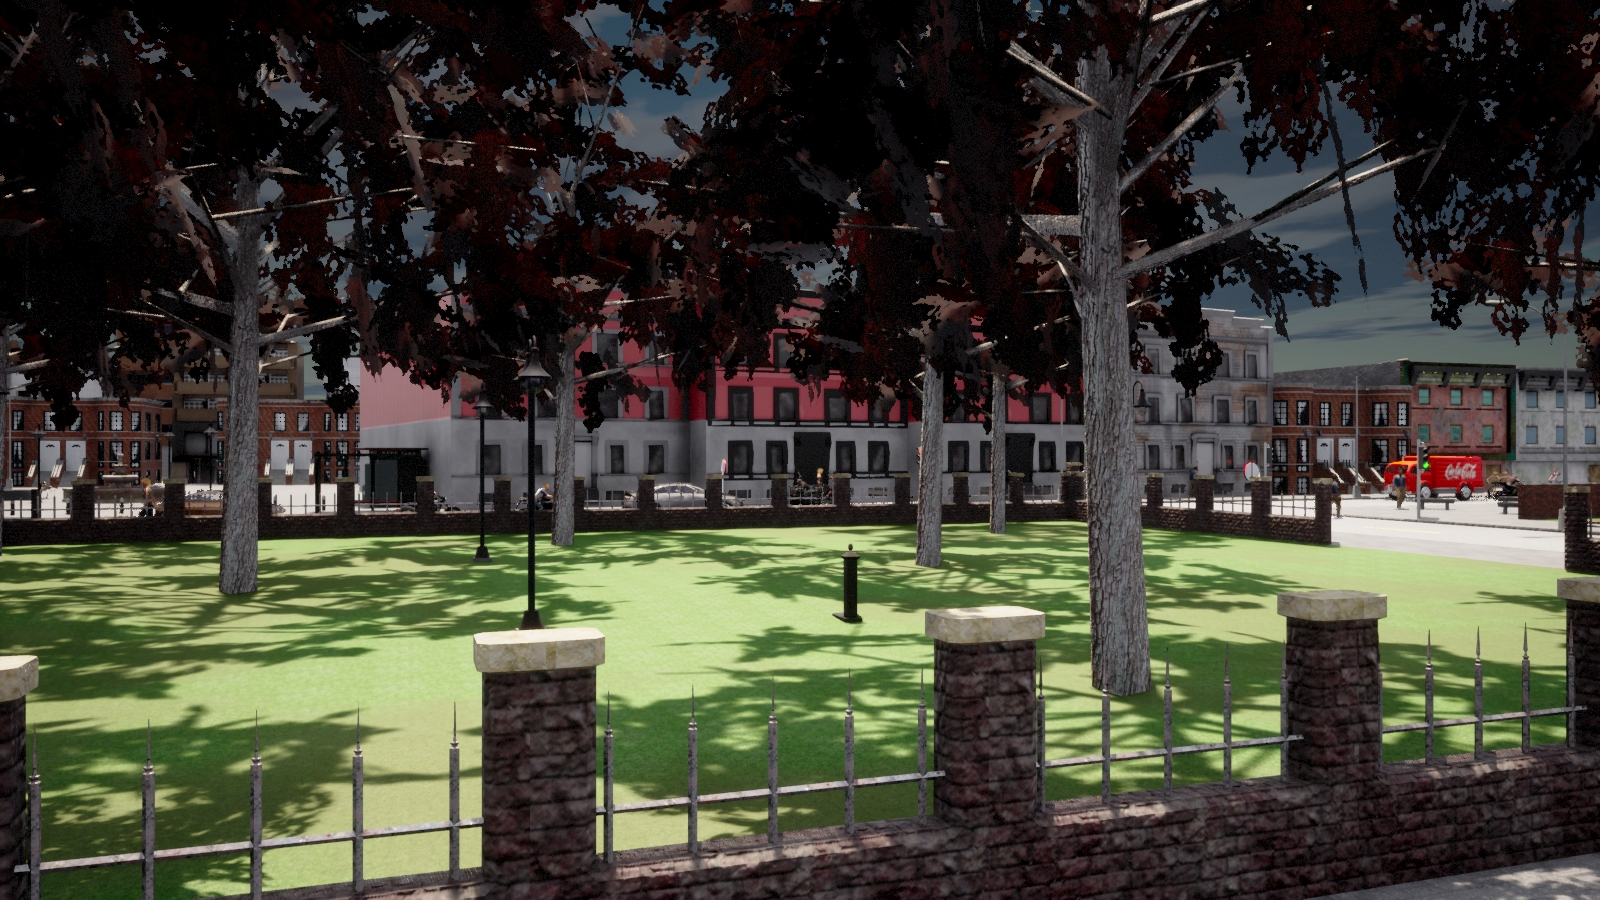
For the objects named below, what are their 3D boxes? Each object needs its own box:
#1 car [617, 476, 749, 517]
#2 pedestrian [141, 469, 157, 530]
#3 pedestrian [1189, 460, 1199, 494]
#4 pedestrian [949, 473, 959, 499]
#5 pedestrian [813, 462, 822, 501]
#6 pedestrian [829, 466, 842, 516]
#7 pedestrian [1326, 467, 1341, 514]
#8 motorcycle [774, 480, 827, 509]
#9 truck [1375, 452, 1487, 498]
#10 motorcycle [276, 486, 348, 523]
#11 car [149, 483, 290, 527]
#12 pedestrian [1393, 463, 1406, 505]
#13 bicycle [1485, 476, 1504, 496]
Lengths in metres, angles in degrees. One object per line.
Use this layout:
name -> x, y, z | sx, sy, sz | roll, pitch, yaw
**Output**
car -> -4.677, 1.827, 45.707 | 4.902, 1.511, 2.128 | 0, 0, -19
pedestrian -> -20.135, 1.523, 35.344 | 0.375, 1.860, 0.375 | 0, 0, -19
pedestrian -> 22.210, 1.523, 64.394 | 0.375, 1.860, 0.375 | 0, 0, -19
pedestrian -> 7.683, 1.802, 57.043 | 0.375, 1.300, 0.375 | 0, 0, -13
pedestrian -> 0.830, 1.524, 55.235 | 0.375, 1.860, 0.375 | 0, 0, -7
pedestrian -> 1.327, 1.525, 42.696 | 0.375, 1.860, 0.375 | 0, 0, -19
pedestrian -> 21.583, 1.629, 46.223 | 0.375, 1.860, 0.375 | 0, 0, -19
motorcycle -> 0.028, 1.985, 51.669 | 2.209, 1.251, 0.867 | 0, 0, -19
truck -> 35.004, 1.348, 63.458 | 5.204, 2.467, 2.627 | 0, 0, -19
motorcycle -> -17.611, 1.950, 41.298 | 2.356, 1.277, 0.764 | 0, 0, -19
car -> -20.389, 1.899, 40.337 | 4.181, 1.385, 1.994 | 0, 0, -19
pedestrian -> 26.935, 1.517, 51.348 | 0.375, 1.860, 0.375 | 0, 0, 1
bicycle -> 39.299, 2.036, 64.656 | 0.859, 1.080, 1.487 | 0, 0, 35
